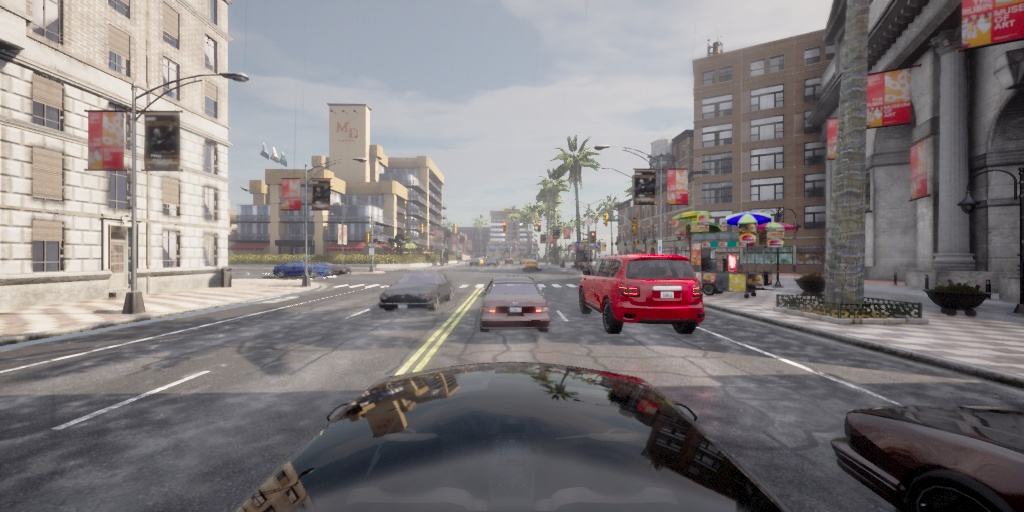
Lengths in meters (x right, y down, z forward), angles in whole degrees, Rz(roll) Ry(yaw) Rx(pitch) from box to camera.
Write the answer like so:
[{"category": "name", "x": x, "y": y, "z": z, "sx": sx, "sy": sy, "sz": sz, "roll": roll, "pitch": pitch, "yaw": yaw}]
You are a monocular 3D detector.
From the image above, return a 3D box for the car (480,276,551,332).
[{"category": "car", "x": 0.015, "y": 1.297, "z": 10.834, "sx": 2.033, "sy": 1.411, "sz": 5.357, "roll": 0, "pitch": 0, "yaw": -2}]

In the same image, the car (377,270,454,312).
[{"category": "car", "x": -3.590, "y": 1.297, "z": 14.535, "sx": 2.033, "sy": 1.411, "sz": 5.357, "roll": 0, "pitch": 0, "yaw": 1}]

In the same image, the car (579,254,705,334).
[{"category": "car", "x": 3.501, "y": 0.971, "z": 10.779, "sx": 2.150, "sy": 2.045, "sz": 5.566, "roll": 0, "pitch": 0, "yaw": 0}]

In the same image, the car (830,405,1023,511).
[{"category": "car", "x": 3.534, "y": 1.297, "z": 0.438, "sx": 2.033, "sy": 1.411, "sz": 5.357, "roll": 0, "pitch": 0, "yaw": 1}]

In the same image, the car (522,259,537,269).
[{"category": "car", "x": 3.019, "y": 1.227, "z": 57.275, "sx": 1.882, "sy": 1.535, "sz": 5.008, "roll": 0, "pitch": 0, "yaw": 1}]

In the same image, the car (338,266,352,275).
[{"category": "car", "x": -19.396, "y": 1.297, "z": 36.617, "sx": 5.357, "sy": 1.411, "sz": 2.033, "roll": 0, "pitch": 0, "yaw": -3}]

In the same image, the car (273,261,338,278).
[{"category": "car", "x": -19.048, "y": 1.227, "z": 32.745, "sx": 5.008, "sy": 1.535, "sz": 1.882, "roll": 0, "pitch": 0, "yaw": 5}]
